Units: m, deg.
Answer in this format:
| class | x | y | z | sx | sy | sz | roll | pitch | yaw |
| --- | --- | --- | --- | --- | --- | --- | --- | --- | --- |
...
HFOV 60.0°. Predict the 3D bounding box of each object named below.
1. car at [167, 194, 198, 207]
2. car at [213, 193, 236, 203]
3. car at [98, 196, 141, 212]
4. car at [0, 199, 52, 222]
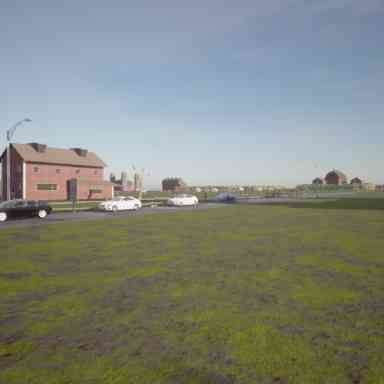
| class | x | y | z | sx | sy | sz | roll | pitch | yaw |
| --- | --- | --- | --- | --- | --- | --- | --- | --- | --- |
| car | -1.074 | 1.009 | 41.018 | 1.812 | 1.442 | 4.674 | 1 | 1 | 36 |
| car | 4.854 | 0.857 | 49.142 | 1.812 | 1.442 | 4.674 | 1 | 1 | 36 |
| car | -7.020 | 1.159 | 32.813 | 1.812 | 1.442 | 4.674 | 1 | 1 | 36 |
| car | -12.913 | 1.285 | 24.677 | 1.837 | 1.490 | 4.892 | 1 | 1 | 36 |
